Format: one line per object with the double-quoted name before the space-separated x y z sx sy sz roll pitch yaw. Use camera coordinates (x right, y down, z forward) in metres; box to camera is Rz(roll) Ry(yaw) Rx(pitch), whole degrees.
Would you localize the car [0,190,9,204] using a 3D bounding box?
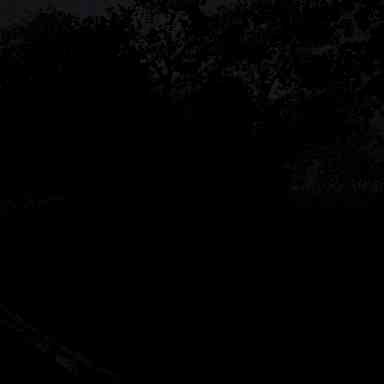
"car" -26.407 0.677 44.178 2.150 2.045 5.566 -1 1 -3
